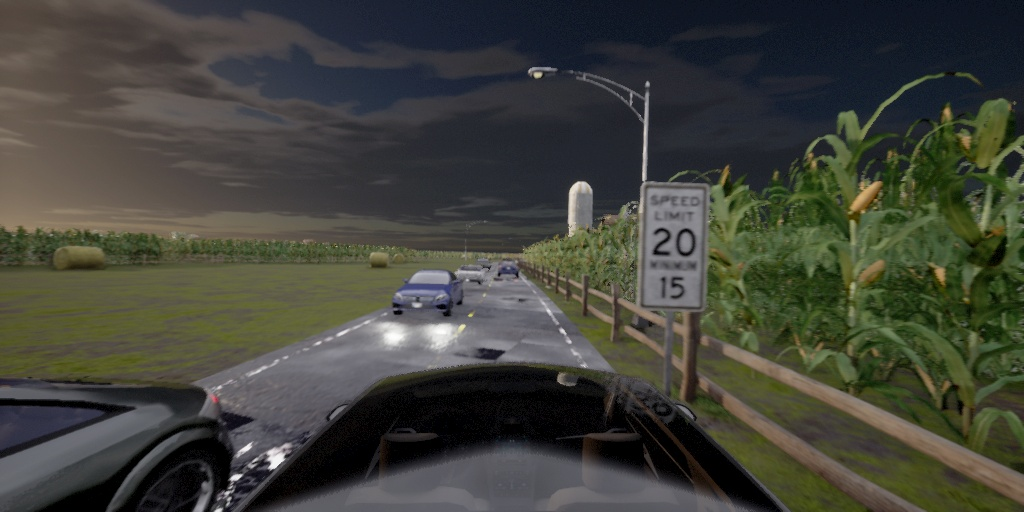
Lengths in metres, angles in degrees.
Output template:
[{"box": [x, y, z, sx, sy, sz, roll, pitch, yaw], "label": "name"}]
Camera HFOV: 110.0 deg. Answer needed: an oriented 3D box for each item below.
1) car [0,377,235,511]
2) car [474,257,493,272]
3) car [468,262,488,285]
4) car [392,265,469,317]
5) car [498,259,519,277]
[{"box": [-3.146, 1.209, 0.938, 1.994, 1.385, 4.181, 2, 0, 4], "label": "car"}, {"box": [-3.295, 0.901, 41.336, 1.837, 1.490, 4.892, 2, 0, -2], "label": "car"}, {"box": [-3.014, 1.312, 26.075, 1.895, 1.301, 4.718, 2, 0, -1], "label": "car"}, {"box": [-2.864, 1.210, 13.113, 1.812, 1.442, 4.674, 2, 0, 0], "label": "car"}, {"box": [-0.380, 1.179, 36.859, 2.097, 1.767, 4.553, 2, 0, -1], "label": "car"}]
